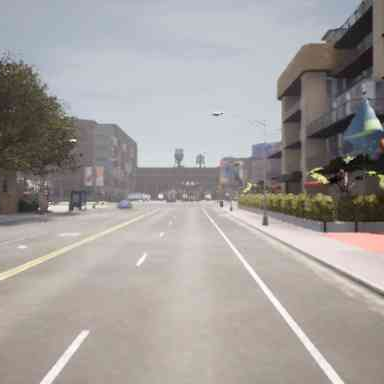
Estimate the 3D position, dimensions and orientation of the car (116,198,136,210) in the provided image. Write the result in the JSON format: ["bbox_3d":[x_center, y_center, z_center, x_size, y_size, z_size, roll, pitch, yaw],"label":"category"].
[{"bbox_3d":[-10.501,2.006,52.154,1.812,1.442,4.674,0,-1,1],"label":"car"}]
